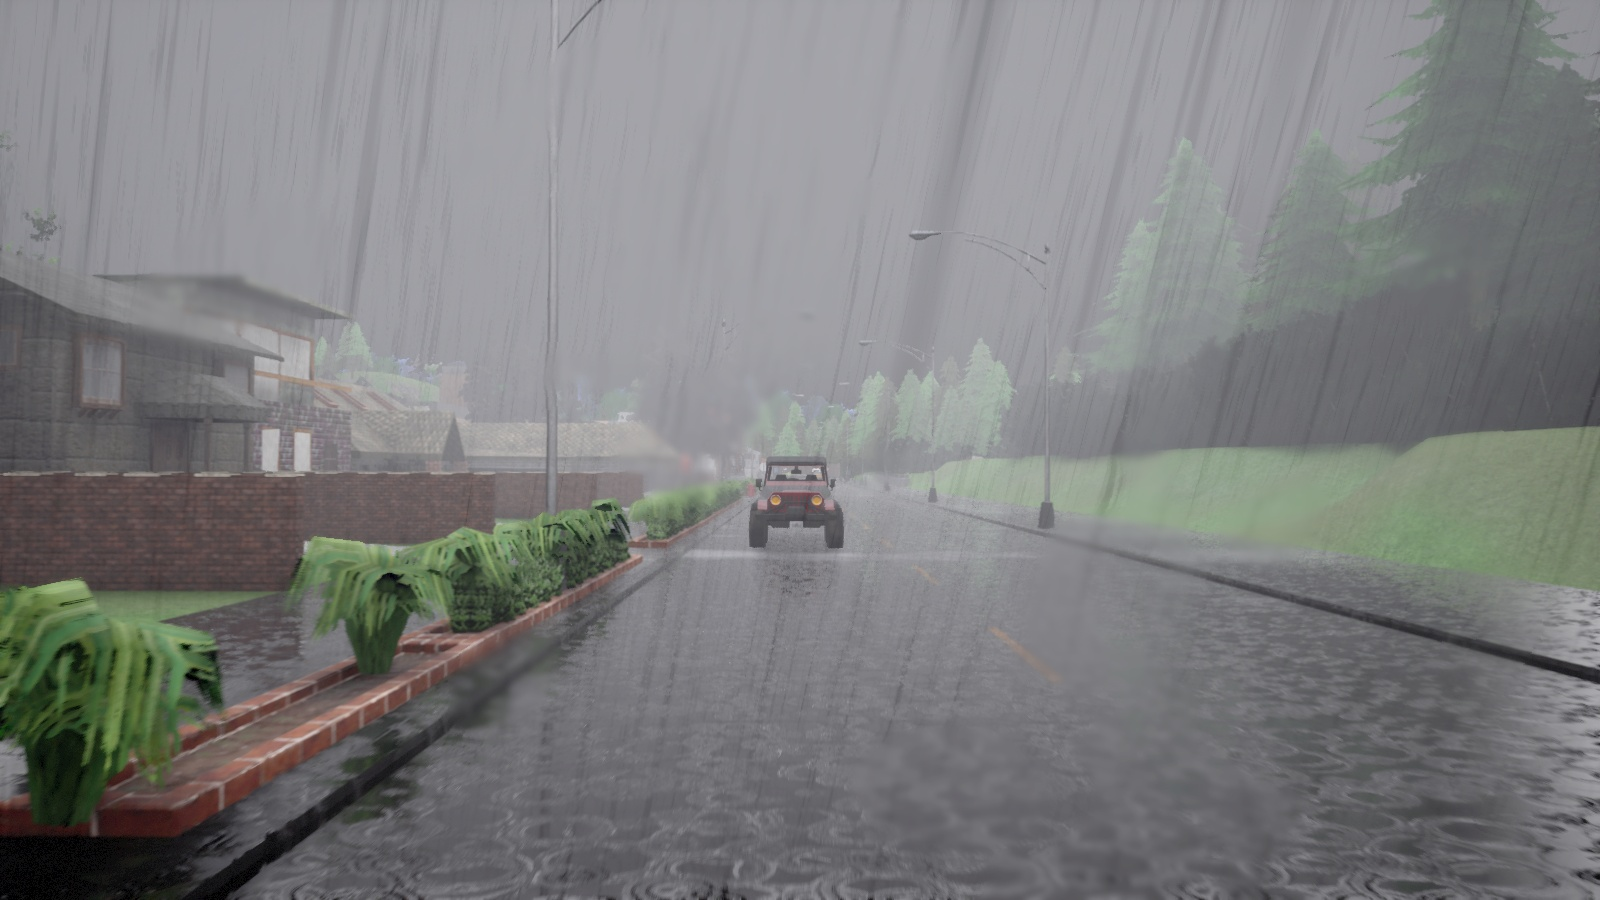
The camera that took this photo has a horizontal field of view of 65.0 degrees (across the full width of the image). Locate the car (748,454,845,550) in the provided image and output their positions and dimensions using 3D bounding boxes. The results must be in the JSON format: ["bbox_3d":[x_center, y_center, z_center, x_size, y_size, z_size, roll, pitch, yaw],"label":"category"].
[{"bbox_3d":[-0.067,1.057,26.635,1.905,1.878,3.866,0,-1,0],"label":"car"}]
